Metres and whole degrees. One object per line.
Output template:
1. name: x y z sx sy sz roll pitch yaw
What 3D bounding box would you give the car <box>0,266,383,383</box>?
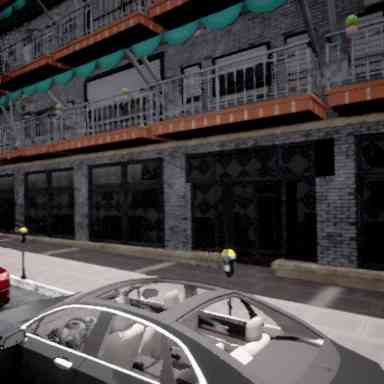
1. car: -0.551 1.563 3.284 4.403 1.369 2.008 0 -1 36
